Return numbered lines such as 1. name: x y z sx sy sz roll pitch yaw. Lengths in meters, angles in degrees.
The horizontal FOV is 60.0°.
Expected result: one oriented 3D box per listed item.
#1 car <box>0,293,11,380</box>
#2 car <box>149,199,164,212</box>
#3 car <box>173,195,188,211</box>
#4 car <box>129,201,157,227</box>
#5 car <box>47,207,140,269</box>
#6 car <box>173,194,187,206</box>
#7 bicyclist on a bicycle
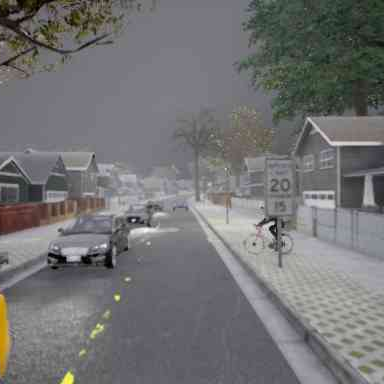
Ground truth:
1. car: -2.867 1.502 1.598 1.882 1.535 5.008 -1 0 -2
2. car: -4.189 1.519 37.754 1.895 1.301 4.718 -1 0 -2
3. car: -1.379 1.432 39.480 2.033 1.411 5.357 -1 0 -2
4. car: -3.669 1.546 22.459 1.994 1.385 4.181 -1 0 -3
5. car: -3.244 1.503 11.308 2.128 1.511 4.902 -1 0 -2
6. car: -1.811 1.173 50.571 2.097 1.767 4.553 -1 0 -2
7. bicyclist on a bicycle: 2.532 1.261 10.942 1.656 1.620 0.582 0 0 -2
